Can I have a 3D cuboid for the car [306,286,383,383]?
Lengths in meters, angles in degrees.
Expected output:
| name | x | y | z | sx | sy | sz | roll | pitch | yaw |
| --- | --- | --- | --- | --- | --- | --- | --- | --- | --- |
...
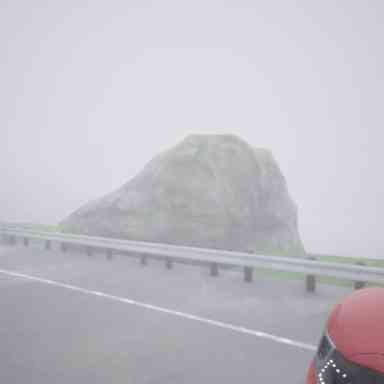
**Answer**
| name | x | y | z | sx | sy | sz | roll | pitch | yaw |
| --- | --- | --- | --- | --- | --- | --- | --- | --- | --- |
| car | 3.411 | 1.208 | 1.471 | 5.566 | 2.045 | 2.150 | 0 | 0 | 36 |
